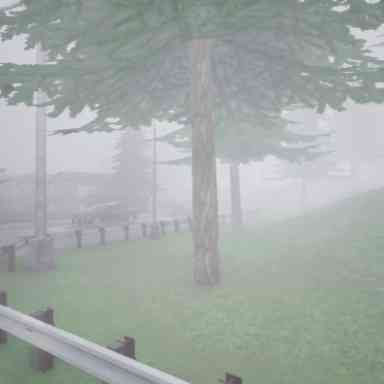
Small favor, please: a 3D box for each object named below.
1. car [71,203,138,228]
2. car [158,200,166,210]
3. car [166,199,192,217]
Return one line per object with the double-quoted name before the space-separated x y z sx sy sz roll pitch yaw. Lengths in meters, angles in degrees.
"car" -5.784 1.514 22.474 1.837 1.490 4.892 0 0 35
"car" -2.091 1.577 41.701 2.033 1.411 5.357 0 0 -44
"car" -0.485 1.536 31.235 1.812 1.442 4.674 0 0 18
